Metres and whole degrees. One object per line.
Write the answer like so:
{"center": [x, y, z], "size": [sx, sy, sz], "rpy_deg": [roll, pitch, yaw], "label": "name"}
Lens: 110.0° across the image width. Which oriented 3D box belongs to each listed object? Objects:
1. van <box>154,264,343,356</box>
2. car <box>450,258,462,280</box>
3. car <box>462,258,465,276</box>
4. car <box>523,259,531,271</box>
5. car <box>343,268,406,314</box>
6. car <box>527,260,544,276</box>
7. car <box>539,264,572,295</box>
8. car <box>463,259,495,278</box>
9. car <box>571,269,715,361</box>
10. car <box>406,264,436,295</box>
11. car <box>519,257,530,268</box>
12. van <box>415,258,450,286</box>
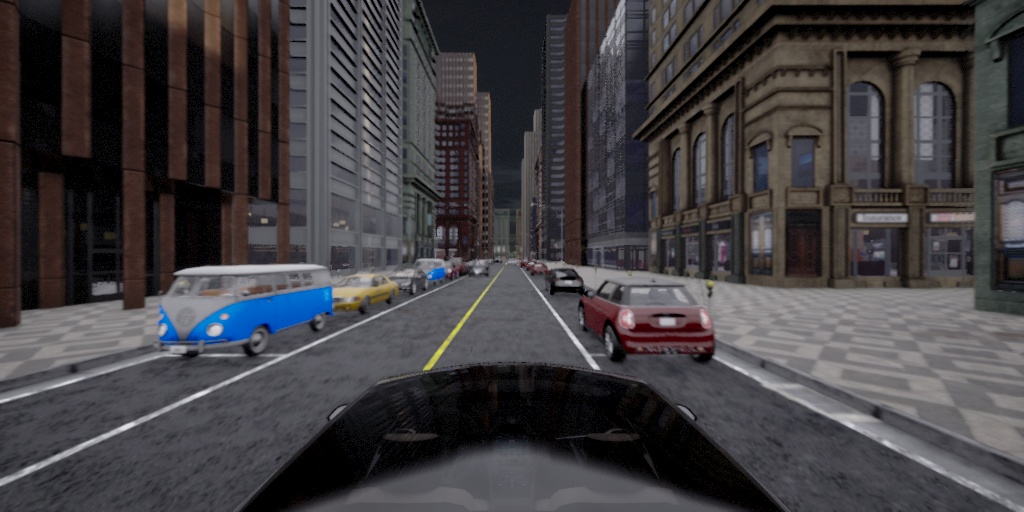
{"center": [-5.764, 1.091, 8.291], "size": [1.690, 1.789, 3.998], "rpy_deg": [0, 0, 0], "label": "van"}
{"center": [-5.766, 1.200, 30.837], "size": [1.967, 1.591, 4.097], "rpy_deg": [0, 0, 0], "label": "car"}
{"center": [-5.766, 1.078, 36.474], "size": [2.192, 1.841, 5.009], "rpy_deg": [0, 0, 0], "label": "car"}
{"center": [2.758, 1.353, 47.753], "size": [1.802, 1.307, 4.207], "rpy_deg": [0, 0, 0], "label": "car"}
{"center": [-5.764, 1.278, 13.758], "size": [1.751, 1.417, 4.829], "rpy_deg": [0, 0, 0], "label": "car"}
{"center": [2.759, 1.346, 36.481], "size": [1.802, 1.307, 4.207], "rpy_deg": [0, 0, 0], "label": "car"}
{"center": [2.760, 1.321, 19.571], "size": [1.948, 1.339, 4.313], "rpy_deg": [0, 0, 0], "label": "car"}
{"center": [-3.095, 1.256, 34.601], "size": [2.128, 1.511, 4.902], "rpy_deg": [0, 0, 0], "label": "car"}
{"center": [2.762, 1.191, 8.299], "size": [1.967, 1.591, 4.097], "rpy_deg": [0, 0, 0], "label": "car"}
{"center": [-5.765, 1.305, 19.564], "size": [2.007, 1.370, 4.403], "rpy_deg": [0, 0, 0], "label": "car"}
{"center": [2.355, 1.259, 60.279], "size": [1.882, 1.535, 5.008], "rpy_deg": [0, 0, 0], "label": "car"}
{"center": [-5.765, 1.098, 25.200], "size": [1.690, 1.789, 3.998], "rpy_deg": [0, 0, 0], "label": "van"}
